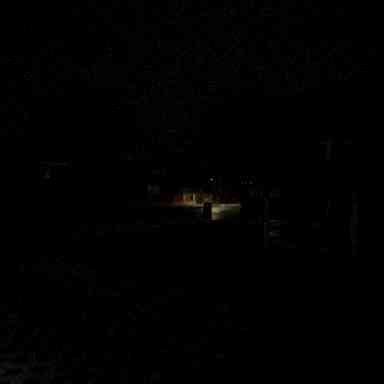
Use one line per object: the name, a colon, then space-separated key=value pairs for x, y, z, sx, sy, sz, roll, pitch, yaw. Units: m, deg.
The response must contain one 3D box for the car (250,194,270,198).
car: x=10.046 y=1.029 z=49.709 sx=2.097 sy=1.767 sz=4.553 roll=1 pitch=1 yaw=36
